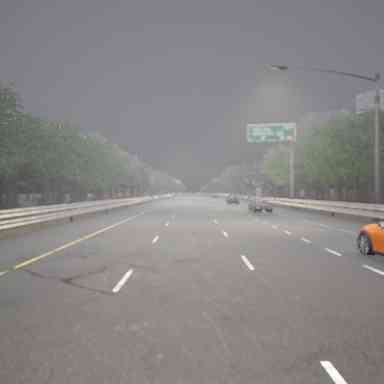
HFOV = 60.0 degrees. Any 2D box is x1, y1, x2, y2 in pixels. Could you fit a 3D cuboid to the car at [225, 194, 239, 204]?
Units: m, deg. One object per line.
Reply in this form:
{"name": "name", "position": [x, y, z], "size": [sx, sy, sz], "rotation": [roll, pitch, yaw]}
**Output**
{"name": "car", "position": [7.183, 1.305, 60.157], "size": [2.097, 1.767, 4.553], "rotation": [0, 0, 0]}

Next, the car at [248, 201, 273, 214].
{"name": "car", "position": [7.082, 1.581, 34.972], "size": [1.895, 1.301, 4.718], "rotation": [0, 0, 0]}

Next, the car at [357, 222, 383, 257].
{"name": "car", "position": [7.011, 1.351, 10.154], "size": [2.097, 1.767, 4.553], "rotation": [0, 0, 0]}
